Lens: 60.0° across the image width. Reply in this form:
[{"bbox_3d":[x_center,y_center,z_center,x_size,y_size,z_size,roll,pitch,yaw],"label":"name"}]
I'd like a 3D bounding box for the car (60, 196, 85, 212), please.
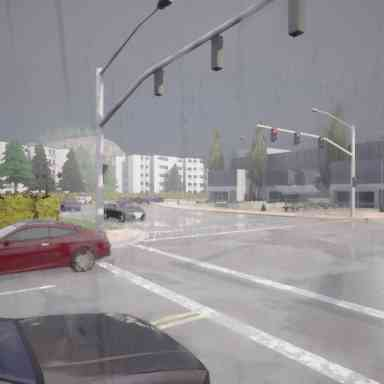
[{"bbox_3d":[-14.193,1.546,38.622,2.033,1.411,5.357,0,0,-28],"label":"car"}]

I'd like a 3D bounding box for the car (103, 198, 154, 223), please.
[{"bbox_3d":[-5.307,1.491,25.673,2.128,1.511,4.902,0,0,-37],"label":"car"}]

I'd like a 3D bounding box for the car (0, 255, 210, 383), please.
[{"bbox_3d":[-2.380,1.547,2.067,5.357,1.411,2.033,0,0,-35],"label":"car"}]

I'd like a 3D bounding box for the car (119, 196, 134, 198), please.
[{"bbox_3d":[-12.079,1.491,58.840,2.128,1.511,4.902,0,0,-4],"label":"car"}]

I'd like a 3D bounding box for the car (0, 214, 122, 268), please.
[{"bbox_3d":[-4.552,1.526,9.153,4.674,1.442,1.812,0,0,-37],"label":"car"}]

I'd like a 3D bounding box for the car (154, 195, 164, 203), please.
[{"bbox_3d":[-7.556,1.354,70.921,2.097,1.767,4.553,0,0,17],"label":"car"}]

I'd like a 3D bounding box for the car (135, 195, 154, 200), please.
[{"bbox_3d":[-8.650,1.505,61.156,1.837,1.490,4.892,0,0,-1],"label":"car"}]

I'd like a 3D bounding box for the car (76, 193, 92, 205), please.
[{"bbox_3d":[-19.455,1.206,59.259,2.150,2.045,5.566,0,0,-2],"label":"car"}]
